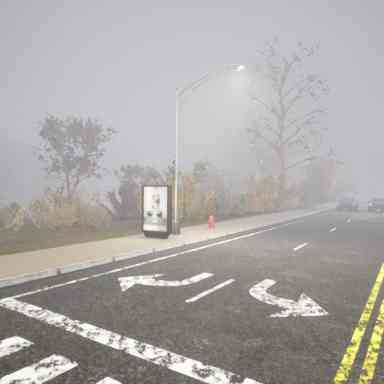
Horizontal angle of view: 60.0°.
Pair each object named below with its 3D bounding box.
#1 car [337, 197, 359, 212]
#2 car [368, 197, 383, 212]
[{"bbox_3d":[18.669,1.391,39.767,2.097,1.767,4.553,0,0,30],"label":"car"},{"bbox_3d":[21.473,1.393,38.124,2.097,1.767,4.553,0,0,30],"label":"car"}]
